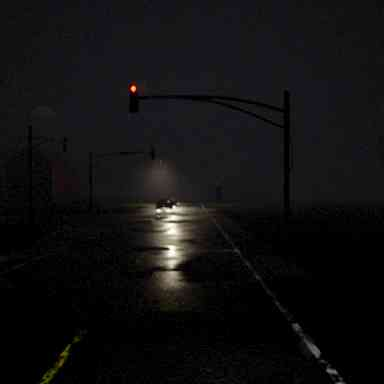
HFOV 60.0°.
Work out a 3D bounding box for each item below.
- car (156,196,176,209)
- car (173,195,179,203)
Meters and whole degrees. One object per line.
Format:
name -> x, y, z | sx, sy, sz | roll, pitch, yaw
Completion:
car -> -3.631, 1.551, 44.590 | 1.994, 1.385, 4.181 | 0, 0, 0
car -> -3.629, 1.503, 54.954 | 1.812, 1.442, 4.674 | 0, 0, 0
